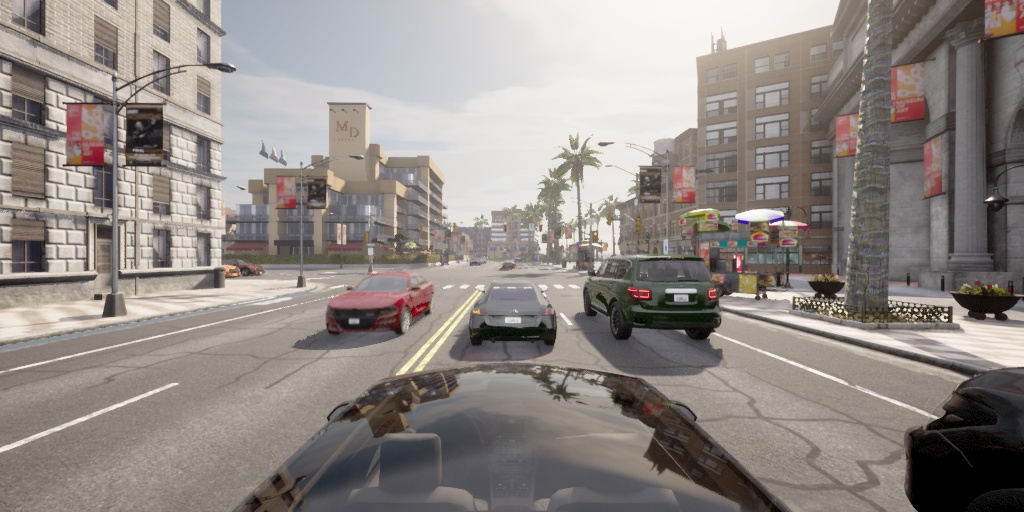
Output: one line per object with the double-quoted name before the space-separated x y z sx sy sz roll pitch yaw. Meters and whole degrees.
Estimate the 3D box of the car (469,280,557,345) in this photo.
"car" 0.028 1.314 9.517 1.994 1.385 4.181 0 0 0

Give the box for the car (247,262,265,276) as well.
"car" -27.401 1.102 35.886 4.553 1.767 2.097 0 0 -1

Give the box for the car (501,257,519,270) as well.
"car" -0.480 1.275 52.643 1.812 1.442 4.674 0 0 6

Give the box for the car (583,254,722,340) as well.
"car" 3.529 0.971 10.152 2.150 2.045 5.566 0 0 0

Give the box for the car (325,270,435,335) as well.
"car" -3.625 1.227 10.729 1.882 1.535 5.008 0 0 0

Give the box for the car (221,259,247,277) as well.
"car" -27.274 1.102 32.385 4.553 1.767 2.097 0 0 -1
